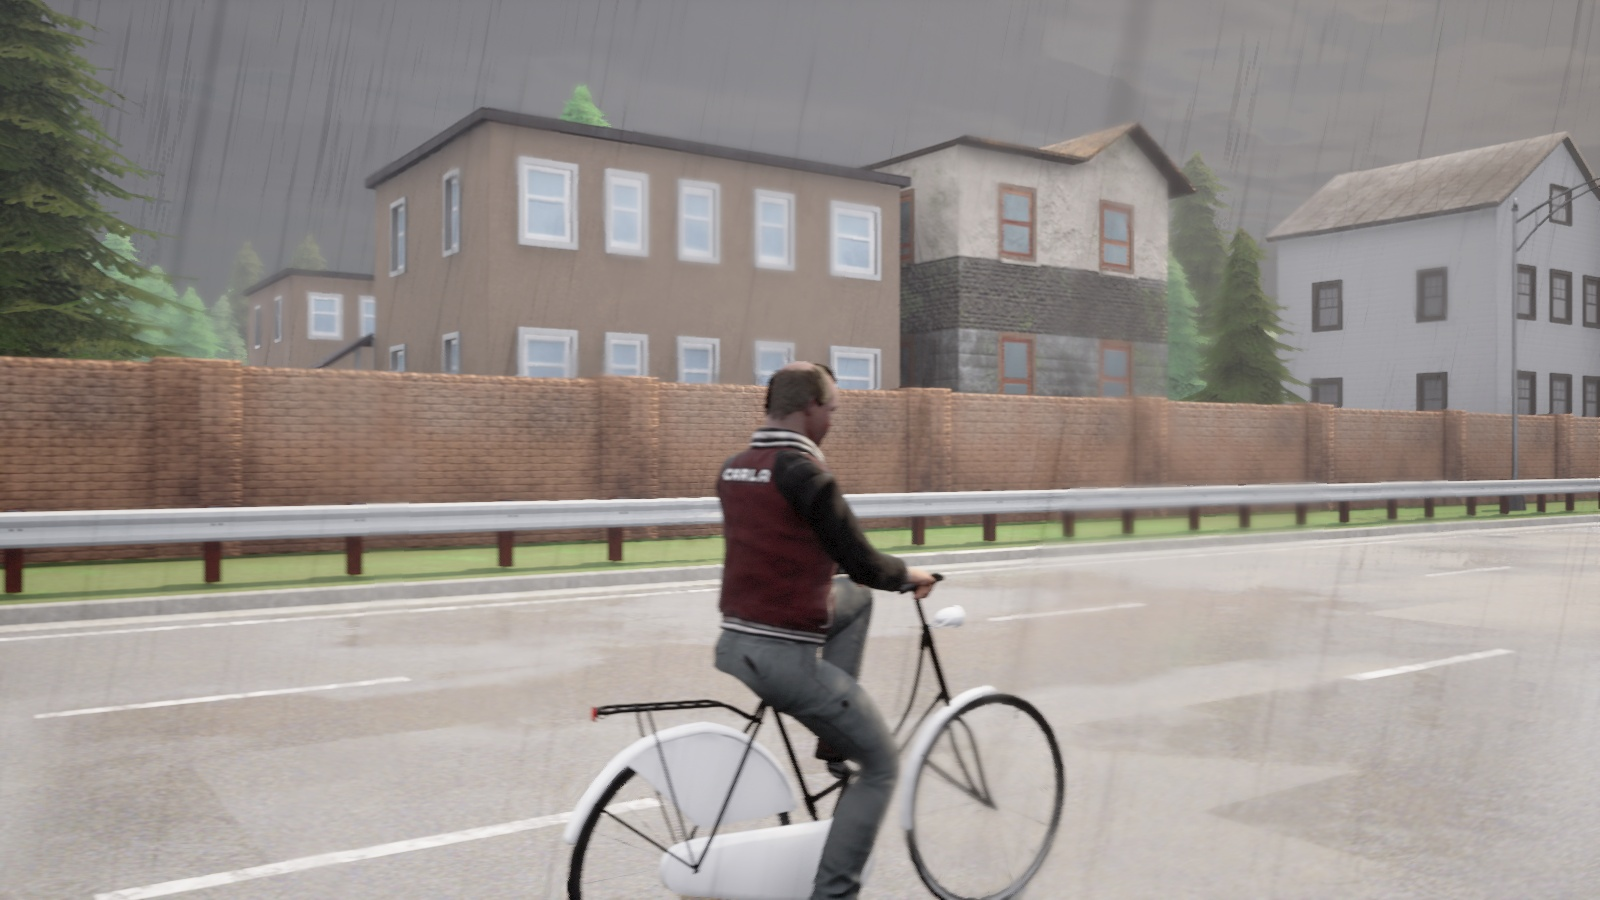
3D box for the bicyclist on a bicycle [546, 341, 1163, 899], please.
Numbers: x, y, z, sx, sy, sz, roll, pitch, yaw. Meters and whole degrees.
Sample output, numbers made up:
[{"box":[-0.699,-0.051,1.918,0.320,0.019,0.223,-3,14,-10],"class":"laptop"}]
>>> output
[{"box":[0.230,0.624,3.819,1.843,1.776,0.659,0,0,-35],"class":"bicyclist on a bicycle"}]
